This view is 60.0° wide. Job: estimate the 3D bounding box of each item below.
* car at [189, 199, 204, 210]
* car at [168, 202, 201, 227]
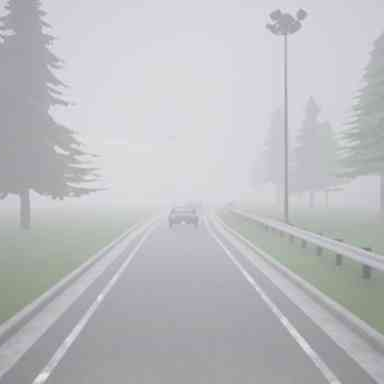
[{"bbox_3d":[0.521,1.609,43.184,1.895,1.301,4.718,0,0,7],"label":"car"},{"bbox_3d":[-0.547,1.608,22.671,1.895,1.301,4.718,0,0,0],"label":"car"}]
